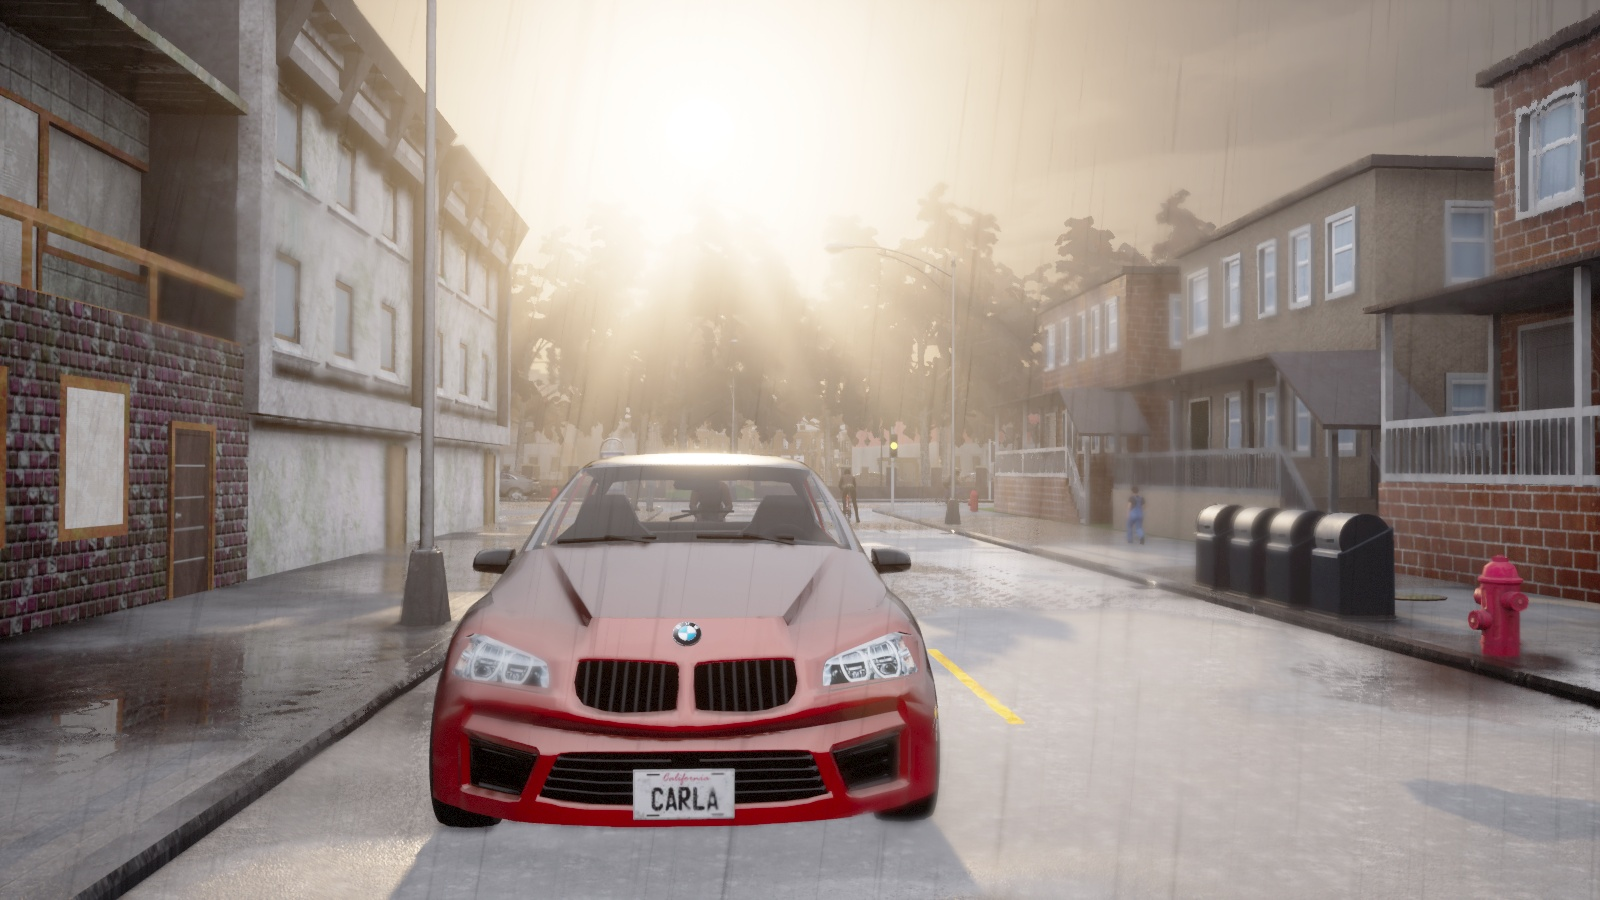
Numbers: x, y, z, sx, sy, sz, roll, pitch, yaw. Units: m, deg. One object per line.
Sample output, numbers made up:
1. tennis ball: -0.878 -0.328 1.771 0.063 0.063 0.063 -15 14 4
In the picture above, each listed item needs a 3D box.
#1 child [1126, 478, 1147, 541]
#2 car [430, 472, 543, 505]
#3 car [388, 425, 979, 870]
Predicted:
1. child: 6.877 1.207 25.677 0.270 1.263 0.437 0 -1 -4
2. car: -14.868 1.832 59.831 4.902 1.511 2.128 0 -1 -3
3. car: -0.578 0.780 7.099 2.242 1.667 4.611 0 -1 -4
